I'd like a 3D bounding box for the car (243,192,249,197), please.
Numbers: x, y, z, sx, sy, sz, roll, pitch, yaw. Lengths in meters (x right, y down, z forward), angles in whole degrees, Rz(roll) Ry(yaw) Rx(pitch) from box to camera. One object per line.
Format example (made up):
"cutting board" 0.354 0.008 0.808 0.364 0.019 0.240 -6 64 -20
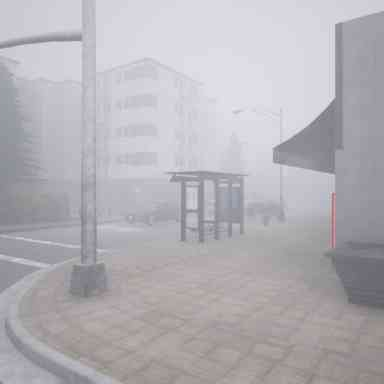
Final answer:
"car" 3.515 1.045 30.387 2.150 2.045 5.566 0 0 36

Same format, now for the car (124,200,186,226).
"car" -2.368 1.328 22.203 1.837 1.490 4.892 0 0 36

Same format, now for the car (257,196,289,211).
"car" 9.456 1.301 38.604 1.882 1.535 5.008 0 0 36

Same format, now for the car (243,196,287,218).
"car" 6.388 1.328 28.057 1.837 1.490 4.892 0 0 36
